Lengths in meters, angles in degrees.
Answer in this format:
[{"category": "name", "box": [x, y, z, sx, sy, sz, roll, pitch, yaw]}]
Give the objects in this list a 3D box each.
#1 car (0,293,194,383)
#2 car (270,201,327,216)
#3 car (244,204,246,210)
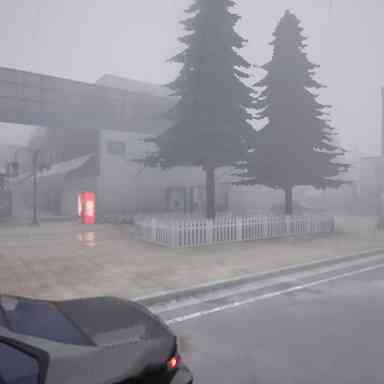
[{"category": "car", "box": [-2.554, 1.547, 2.166, 5.357, 1.411, 2.033, 0, 0, -36]}, {"category": "car", "box": [9.654, 1.532, 30.633, 2.033, 1.411, 5.357, 0, 0, -34]}, {"category": "car", "box": [4.116, 1.462, 38.864, 1.882, 1.535, 5.008, 0, 0, -34]}]
